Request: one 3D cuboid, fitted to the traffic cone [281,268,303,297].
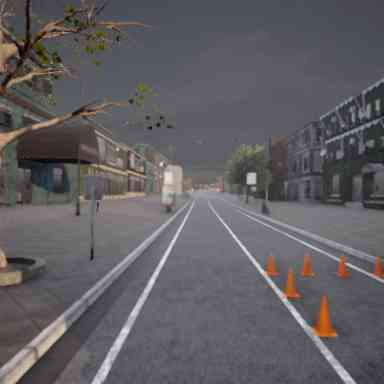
[{"bbox_3d":[2.201,2.001,7.431,0.340,0.580,0.340,1,0,1],"label":"traffic cone"}]

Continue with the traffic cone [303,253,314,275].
[{"bbox_3d":[3.246,2.020,9.407,0.340,0.580,0.340,1,0,1],"label":"traffic cone"}]

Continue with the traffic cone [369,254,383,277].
[{"bbox_3d":[5.246,2.050,9.361,0.340,0.580,0.340,1,0,1],"label":"traffic cone"}]

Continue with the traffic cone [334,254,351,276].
[{"bbox_3d":[4.246,2.035,9.384,0.340,0.580,0.340,1,0,1],"label":"traffic cone"}]

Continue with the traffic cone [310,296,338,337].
[{"bbox_3d":[2.155,1.997,5.431,0.340,0.580,0.340,1,0,1],"label":"traffic cone"}]

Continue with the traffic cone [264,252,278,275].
[{"bbox_3d":[2.247,2.005,9.430,0.340,0.580,0.340,1,0,1],"label":"traffic cone"}]
